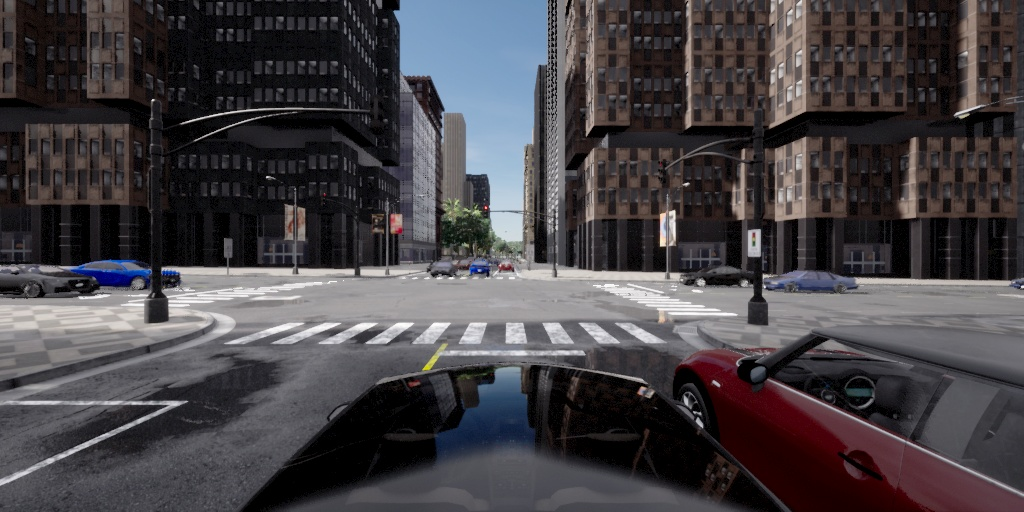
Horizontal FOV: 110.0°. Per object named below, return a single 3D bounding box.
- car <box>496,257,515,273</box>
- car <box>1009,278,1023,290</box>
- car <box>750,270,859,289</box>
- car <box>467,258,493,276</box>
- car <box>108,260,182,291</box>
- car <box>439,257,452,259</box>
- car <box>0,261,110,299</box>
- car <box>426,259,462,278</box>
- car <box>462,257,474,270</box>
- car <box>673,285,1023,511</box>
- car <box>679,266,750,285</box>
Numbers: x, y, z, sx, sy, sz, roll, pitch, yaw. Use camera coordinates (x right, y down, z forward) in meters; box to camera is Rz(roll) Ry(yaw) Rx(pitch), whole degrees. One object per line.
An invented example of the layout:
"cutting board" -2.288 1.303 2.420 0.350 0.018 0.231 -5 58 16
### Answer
"car" -0.658 1.197 43.832 1.967 1.591 4.097 0 0 0
"car" 39.760 1.894 25.963 5.357 1.411 2.033 1 0 0
"car" 18.530 1.588 22.587 5.357 1.411 2.033 1 0 0
"car" -3.183 1.219 36.764 1.882 1.535 5.008 0 0 -2
"car" -20.338 0.969 18.861 5.008 1.535 1.882 1 0 0
"car" -9.225 1.084 49.195 2.192 1.841 5.009 0 0 0
"car" -20.838 1.051 15.608 4.181 1.385 1.994 1 0 0
"car" -6.408 1.284 34.307 2.033 1.411 5.357 0 0 -1
"car" -6.559 1.247 49.115 1.882 1.535 5.008 0 1 0
"car" 2.763 1.190 2.445 1.967 1.591 4.097 0 0 0
"car" 14.702 1.459 25.809 5.008 1.535 1.882 0 0 -1
